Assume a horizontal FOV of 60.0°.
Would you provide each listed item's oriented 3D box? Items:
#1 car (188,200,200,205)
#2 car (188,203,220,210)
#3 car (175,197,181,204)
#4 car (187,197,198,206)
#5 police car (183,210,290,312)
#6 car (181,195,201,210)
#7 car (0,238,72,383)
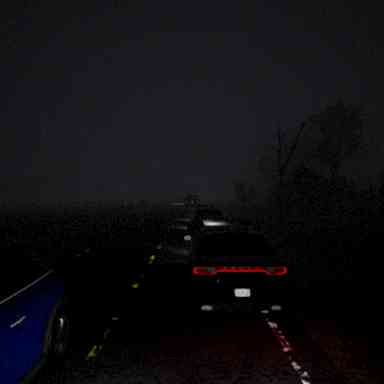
[{"bbox_3d":[0.835,1.597,23.924,1.837,1.490,4.892,0,0,0],"label":"car"},{"bbox_3d":[0.832,1.573,17.924,1.837,1.490,4.892,0,0,0],"label":"car"},{"bbox_3d":[-2.723,1.928,75.854,1.994,1.385,4.181,0,0,0],"label":"car"},{"bbox_3d":[0.022,1.751,60.430,1.882,1.535,5.008,0,0,0],"label":"car"},{"bbox_3d":[0.829,1.455,8.034,1.930,1.638,5.238,0,0,0],"label":"police car"},{"bbox_3d":[0.054,1.415,45.817,2.150,2.045,5.566,0,0,1],"label":"car"},{"bbox_3d":[-2.749,1.363,2.812,2.097,1.767,4.553,0,0,0],"label":"car"}]
